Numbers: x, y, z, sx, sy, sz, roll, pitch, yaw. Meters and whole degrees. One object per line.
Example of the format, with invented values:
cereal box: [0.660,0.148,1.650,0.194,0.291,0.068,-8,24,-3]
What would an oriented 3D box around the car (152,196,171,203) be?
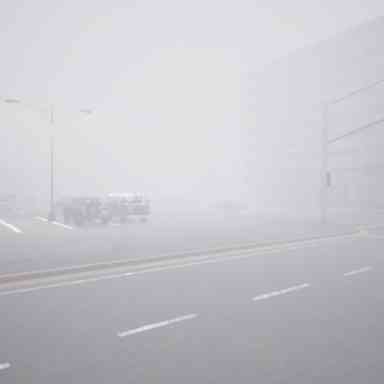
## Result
car: [-6.372,1.588,68.531,1.994,1.385,4.181,0,0,-35]

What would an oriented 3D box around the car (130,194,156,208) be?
car: [-8.656,1.381,59.646,2.097,1.767,4.553,0,0,-35]

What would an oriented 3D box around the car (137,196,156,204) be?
car: [-9.224,1.553,66.502,1.812,1.442,4.674,0,0,-35]

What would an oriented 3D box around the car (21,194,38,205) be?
car: [-27.173,1.199,55.422,1.932,1.855,4.605,0,0,-35]

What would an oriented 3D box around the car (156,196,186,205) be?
car: [-3.828,1.519,59.011,2.128,1.511,4.902,0,0,-35]

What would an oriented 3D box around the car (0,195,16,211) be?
car: [-21.703,1.447,37.968,1.970,1.475,3.806,0,0,-35]

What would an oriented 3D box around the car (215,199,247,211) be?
car: [4.668,1.556,40.796,1.812,1.442,4.674,0,0,-36]

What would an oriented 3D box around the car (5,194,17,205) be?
car: [-29.569,1.205,53.797,1.905,1.878,3.866,0,0,-35]

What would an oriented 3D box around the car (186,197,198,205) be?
car: [-0.972,1.571,61.035,2.033,1.411,5.357,0,0,-35]

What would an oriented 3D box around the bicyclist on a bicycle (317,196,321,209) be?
bicyclist on a bicycle: [16.620,1.322,42.912,1.656,1.620,0.582,0,0,-35]
